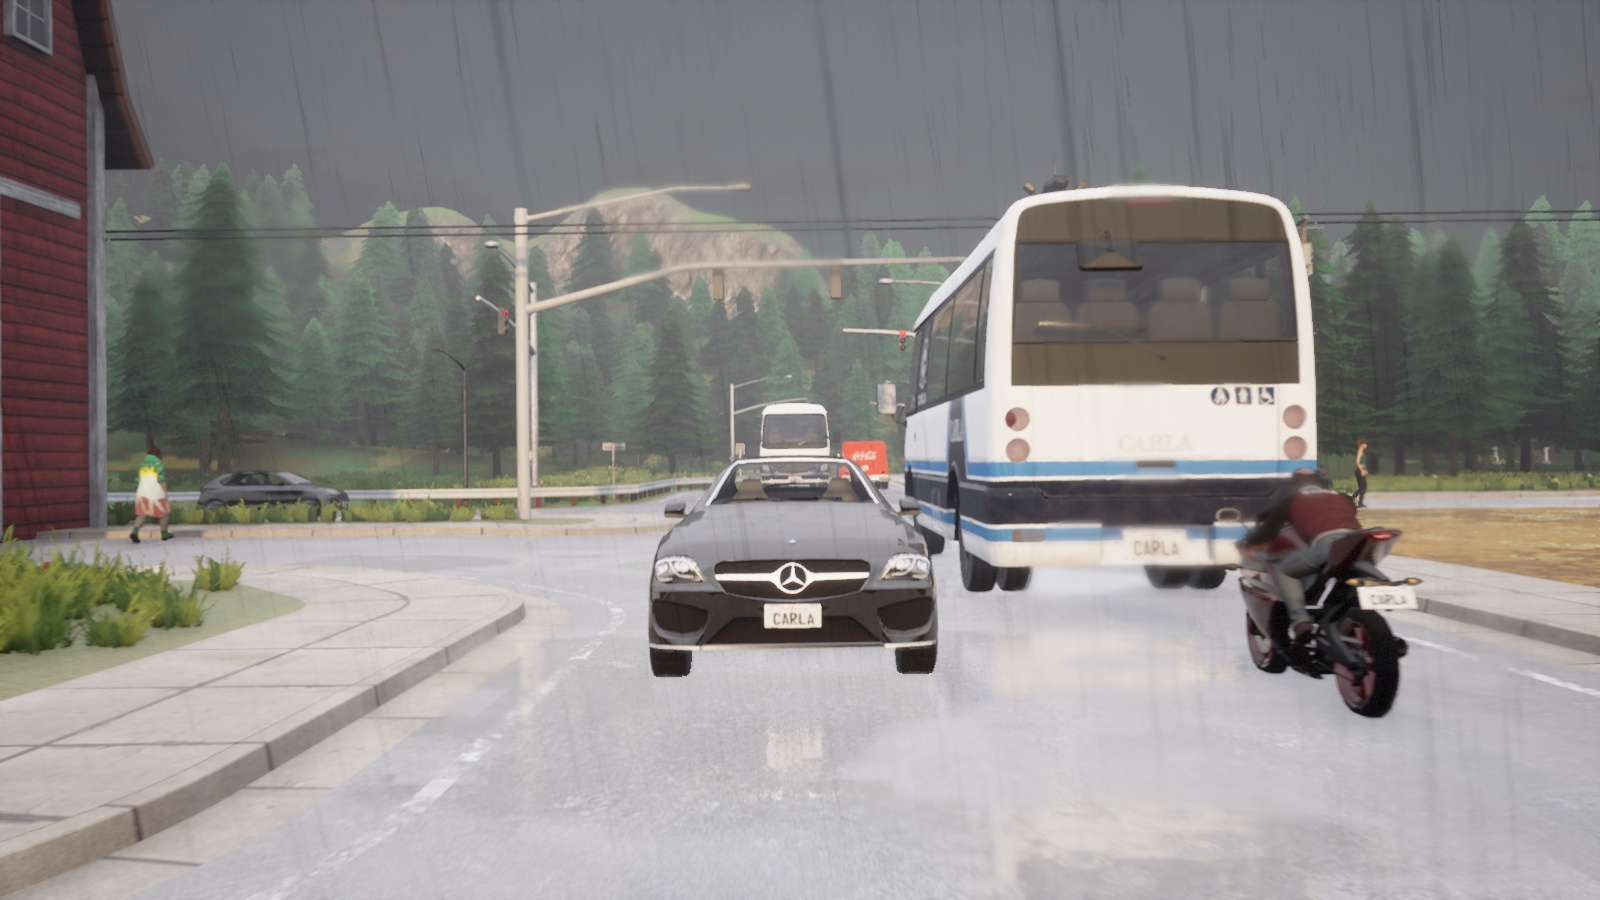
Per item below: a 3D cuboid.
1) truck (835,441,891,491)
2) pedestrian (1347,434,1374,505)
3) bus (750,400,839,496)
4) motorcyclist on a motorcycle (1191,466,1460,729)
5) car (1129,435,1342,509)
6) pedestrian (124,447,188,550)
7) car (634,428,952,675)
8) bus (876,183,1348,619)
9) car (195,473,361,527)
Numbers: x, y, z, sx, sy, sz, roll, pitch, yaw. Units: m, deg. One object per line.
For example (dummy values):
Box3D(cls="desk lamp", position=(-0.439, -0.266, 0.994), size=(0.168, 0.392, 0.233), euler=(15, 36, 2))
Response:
Box3D(cls="truck", position=(3.249, 0.823, 65.684), size=(2.627, 2.467, 5.204), euler=(-1, 0, 0))
Box3D(cls="pedestrian", position=(14.676, 0.502, 32.890), size=(0.594, 1.836, 0.345), euler=(-1, -1, 26))
Box3D(cls="bus", position=(-0.257, -0.030, 61.760), size=(3.944, 4.253, 10.273), euler=(-1, 0, 0))
Box3D(cls="motorcyclist on a motorcycle", position=(3.454, 0.885, 8.535), size=(0.866, 1.530, 2.191), euler=(-1, 0, 0))
Box3D(cls="car", position=(12.901, 0.644, 37.456), size=(5.566, 2.045, 2.150), euler=(-1, 0, 1))
Box3D(cls="pedestrian", position=(-12.385, 0.923, 24.165), size=(0.659, 1.952, 0.873), euler=(-1, 0, 15))
Box3D(cls="car", position=(-0.059, 0.717, 11.128), size=(2.152, 1.651, 5.027), euler=(-1, 0, 0))
Box3D(cls="bus", position=(3.397, -0.457, 17.559), size=(3.944, 4.253, 10.273), euler=(-1, 0, 0))
Box3D(cls="car", position=(-15.633, 1.492, 37.743), size=(4.193, 1.474, 1.816), euler=(-1, 0, 1))
